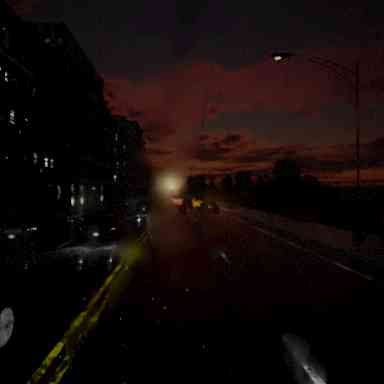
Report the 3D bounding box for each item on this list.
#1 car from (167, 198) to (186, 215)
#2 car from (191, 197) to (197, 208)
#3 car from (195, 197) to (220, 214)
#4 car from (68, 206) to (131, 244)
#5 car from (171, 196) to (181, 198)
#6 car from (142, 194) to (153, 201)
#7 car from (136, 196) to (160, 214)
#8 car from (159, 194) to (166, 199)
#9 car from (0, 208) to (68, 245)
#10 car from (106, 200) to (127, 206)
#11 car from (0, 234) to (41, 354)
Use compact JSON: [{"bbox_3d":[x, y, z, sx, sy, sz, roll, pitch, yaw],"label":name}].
[{"bbox_3d":[-1.586,1.577,34.336,1.895,1.301,4.718,0,0,-2],"label":"car"},{"bbox_3d":[0.993,1.426,47.681,1.882,1.535,5.008,0,0,-2],"label":"car"},{"bbox_3d":[1.676,1.516,34.233,1.994,1.385,4.181,0,0,-3],"label":"car"},{"bbox_3d":[-4.081,1.575,15.799,1.994,1.385,4.181,0,0,-3],"label":"car"},{"bbox_3d":[-2.256,1.326,47.587,2.097,1.767,4.553,0,0,-2],"label":"car"},{"bbox_3d":[-10.324,1.298,78.139,2.128,1.511,4.902,0,0,-3],"label":"car"},{"bbox_3d":[-5.015,1.493,36.381,2.128,1.511,4.902,0,0,-2],"label":"car"},{"bbox_3d":[-7.079,1.226,78.299,1.882,1.535,5.008,0,0,-3],"label":"car"},{"bbox_3d":[-7.332,1.528,15.802,2.128,1.511,4.902,0,0,-2],"label":"car"},{"bbox_3d":[-8.276,1.572,36.631,2.033,1.411,5.357,0,0,-3],"label":"car"},{"bbox_3d":[-3.465,1.526,3.268,1.837,1.490,4.892,0,0,-3],"label":"car"}]
